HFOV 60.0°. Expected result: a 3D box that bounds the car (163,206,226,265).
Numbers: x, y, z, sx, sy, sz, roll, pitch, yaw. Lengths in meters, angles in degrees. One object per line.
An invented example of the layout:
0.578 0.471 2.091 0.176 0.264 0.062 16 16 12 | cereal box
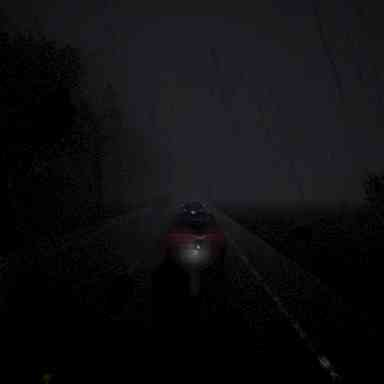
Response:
0.086 1.470 11.537 2.128 1.511 4.902 0 0 0 | car

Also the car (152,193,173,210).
-3.590 1.137 41.090 2.150 2.045 5.566 0 0 0 | car

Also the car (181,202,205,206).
0.088 1.512 27.225 1.994 1.385 4.181 0 0 0 | car
